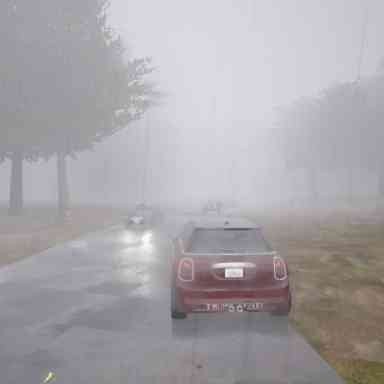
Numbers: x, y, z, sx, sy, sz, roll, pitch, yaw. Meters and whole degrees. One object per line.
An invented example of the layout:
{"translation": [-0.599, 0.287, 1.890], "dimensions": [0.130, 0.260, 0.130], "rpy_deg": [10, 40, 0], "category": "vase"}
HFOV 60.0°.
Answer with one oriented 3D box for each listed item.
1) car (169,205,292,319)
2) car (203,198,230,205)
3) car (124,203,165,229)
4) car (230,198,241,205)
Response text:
{"translation": [0.565, 1.352, 7.599], "dimensions": [2.097, 1.767, 4.553], "rpy_deg": [0, 0, -3], "category": "car"}
{"translation": [2.394, 1.542, 35.852], "dimensions": [2.033, 1.411, 5.357], "rpy_deg": [0, 0, 14], "category": "car"}
{"translation": [-3.008, 1.492, 21.955], "dimensions": [2.128, 1.511, 4.902], "rpy_deg": [0, 0, 5], "category": "car"}
{"translation": [5.381, 1.532, 45.731], "dimensions": [1.895, 1.301, 4.718], "rpy_deg": [0, 1, 22], "category": "car"}
